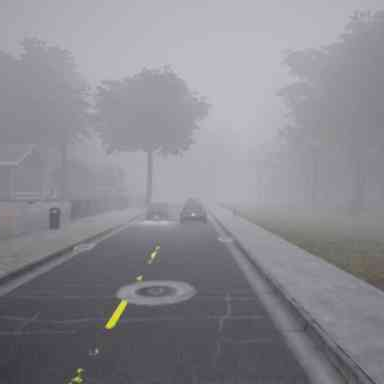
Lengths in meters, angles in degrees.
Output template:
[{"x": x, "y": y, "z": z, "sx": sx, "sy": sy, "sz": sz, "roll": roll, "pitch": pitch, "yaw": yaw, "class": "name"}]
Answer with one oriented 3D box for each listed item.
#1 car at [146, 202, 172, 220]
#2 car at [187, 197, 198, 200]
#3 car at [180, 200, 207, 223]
[{"x": -2.747, "y": 1.527, "z": 28.520, "sx": 2.033, "sy": 1.411, "sz": 5.357, "roll": 0, "pitch": 0, "yaw": 0, "class": "car"}, {"x": 0.104, "y": 1.466, "z": 42.861, "sx": 1.837, "sy": 1.490, "sz": 4.892, "roll": 0, "pitch": 0, "yaw": 0, "class": "car"}, {"x": 0.103, "y": 1.548, "z": 25.251, "sx": 1.994, "sy": 1.385, "sz": 4.181, "roll": 0, "pitch": 0, "yaw": 0, "class": "car"}]
